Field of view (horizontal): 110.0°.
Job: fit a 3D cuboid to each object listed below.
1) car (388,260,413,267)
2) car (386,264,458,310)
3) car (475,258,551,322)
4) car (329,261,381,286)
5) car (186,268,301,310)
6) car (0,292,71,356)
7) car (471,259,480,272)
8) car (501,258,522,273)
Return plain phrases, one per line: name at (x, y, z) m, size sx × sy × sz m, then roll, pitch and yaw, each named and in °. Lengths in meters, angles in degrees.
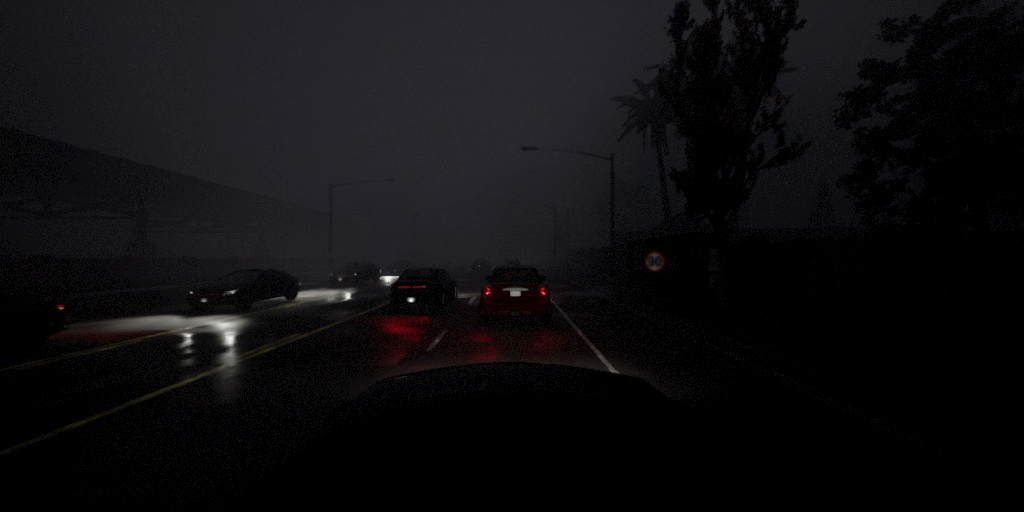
car at (-10.511, 1.106, 34.252) m, size 1.994 × 1.385 × 4.181 m, roll 0°, pitch 1°, yaw 0°
car at (-3.405, 1.218, 14.519) m, size 1.837 × 1.490 × 4.892 m, roll 0°, pitch 0°, yaw 0°
car at (0.097, 1.071, 12.236) m, size 2.097 × 1.767 × 4.553 m, roll 0°, pitch 0°, yaw 0°
car at (-10.508, 1.140, 24.378) m, size 2.128 × 1.511 × 4.902 m, roll 0°, pitch 1°, yaw 0°
car at (-10.554, 1.240, 14.610) m, size 1.812 × 1.442 × 4.674 m, roll 0°, pitch 0°, yaw 0°
car at (-10.578, 1.269, 5.889) m, size 1.812 × 1.442 × 4.674 m, roll 0°, pitch 0°, yaw 0°
car at (-3.494, 1.025, 40.772) m, size 1.994 × 1.385 × 4.181 m, roll 0°, pitch 1°, yaw 1°
car at (-0.004, 0.976, 38.763) m, size 2.128 × 1.511 × 4.902 m, roll 0°, pitch 1°, yaw 0°
